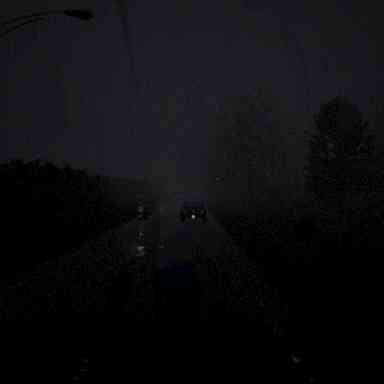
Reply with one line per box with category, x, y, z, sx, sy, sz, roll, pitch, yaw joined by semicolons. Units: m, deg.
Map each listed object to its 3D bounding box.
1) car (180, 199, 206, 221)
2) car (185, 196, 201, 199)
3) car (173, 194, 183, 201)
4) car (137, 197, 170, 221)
car;0.097;1.456;25.939;1.895;1.301;4.718;0;0;0
car;0.097;1.218;42.748;1.882;1.535;5.008;0;0;0
car;-2.762;1.086;66.595;1.812;1.442;4.674;0;0;0
car;-2.851;1.210;25.440;2.097;1.767;4.553;0;0;0
